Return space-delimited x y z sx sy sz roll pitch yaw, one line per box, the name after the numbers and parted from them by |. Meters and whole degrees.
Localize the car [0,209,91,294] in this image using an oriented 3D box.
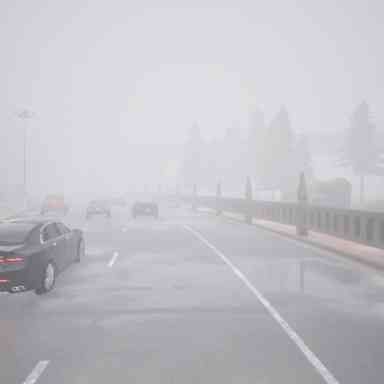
-4.077 1.408 8.402 1.837 1.490 4.892 0 1 -5 | car

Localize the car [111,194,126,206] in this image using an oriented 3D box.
-9.698 1.042 42.576 1.812 1.442 4.674 0 0 -24 | car

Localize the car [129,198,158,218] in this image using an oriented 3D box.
-3.893 1.175 26.467 1.882 1.535 5.008 0 1 -15 | car

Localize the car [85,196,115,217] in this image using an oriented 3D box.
-7.557 1.242 26.819 2.033 1.411 5.357 0 1 -16 | car

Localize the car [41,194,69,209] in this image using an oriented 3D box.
-12.298 1.010 30.069 2.097 1.767 4.553 0 1 -18 | car
